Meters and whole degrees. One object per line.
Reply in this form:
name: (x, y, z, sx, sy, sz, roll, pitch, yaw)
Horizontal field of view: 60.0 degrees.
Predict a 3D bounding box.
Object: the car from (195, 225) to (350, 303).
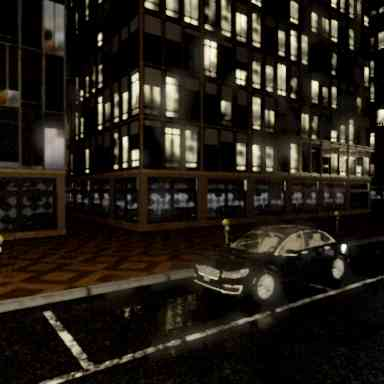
car: (2.082, 1.511, 8.040, 4.403, 1.369, 2.008, 0, 1, -35)
